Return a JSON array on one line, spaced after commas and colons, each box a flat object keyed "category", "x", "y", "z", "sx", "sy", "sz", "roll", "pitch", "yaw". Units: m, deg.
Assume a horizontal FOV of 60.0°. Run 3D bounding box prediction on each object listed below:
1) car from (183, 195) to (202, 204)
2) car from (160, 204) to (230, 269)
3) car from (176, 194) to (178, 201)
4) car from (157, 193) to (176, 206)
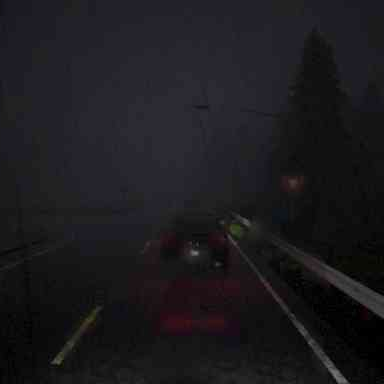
[{"category": "car", "x": 0.089, "y": 1.103, "z": 35.404, "sx": 1.882, "sy": 1.535, "sz": 5.008, "roll": 0, "pitch": 1, "yaw": 0}, {"category": "car", "x": 0.081, "y": 1.363, "z": 10.742, "sx": 1.882, "sy": 1.535, "sz": 5.008, "roll": 0, "pitch": 0, "yaw": 0}, {"category": "car", "x": -3.557, "y": 0.883, "z": 60.743, "sx": 1.812, "sy": 1.442, "sz": 4.674, "roll": 0, "pitch": 0, "yaw": 0}, {"category": "car", "x": -3.600, "y": 1.130, "z": 44.505, "sx": 1.895, "sy": 1.301, "sz": 4.718, "roll": 0, "pitch": 1, "yaw": 0}]
